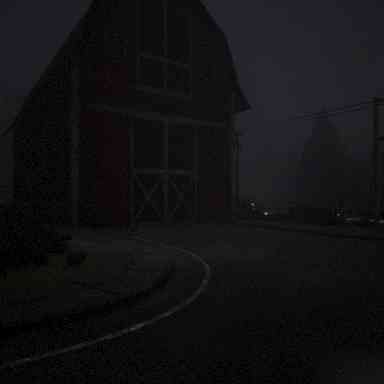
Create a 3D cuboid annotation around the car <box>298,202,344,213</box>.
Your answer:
[{"bbox_3d":[11.246,1.628,30.182,1.895,1.301,4.718,0,0,-34],"label":"car"}]

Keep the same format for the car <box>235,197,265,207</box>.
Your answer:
[{"bbox_3d":[6.142,1.379,37.624,2.097,1.767,4.553,0,0,-34],"label":"car"}]
